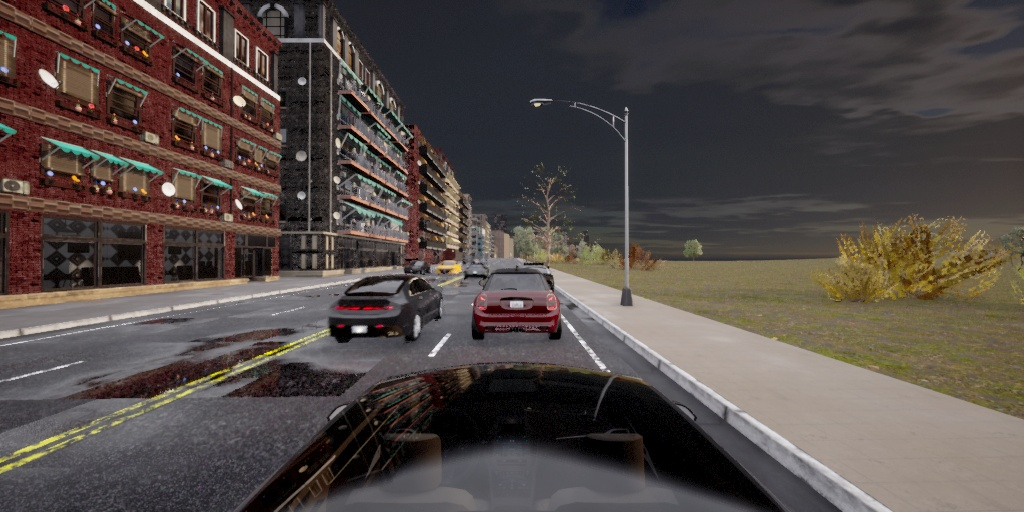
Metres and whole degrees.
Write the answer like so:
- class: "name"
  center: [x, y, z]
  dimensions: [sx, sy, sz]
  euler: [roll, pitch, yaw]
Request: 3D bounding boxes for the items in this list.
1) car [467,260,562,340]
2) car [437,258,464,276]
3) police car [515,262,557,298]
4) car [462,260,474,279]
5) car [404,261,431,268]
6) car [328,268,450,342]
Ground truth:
- class: "car"
  center: [0.113, 1.103, 10.154]
  dimensions: [2.097, 1.767, 4.553]
  euler: [0, 0, 0]
- class: "car"
  center: [-6.526, 1.229, 37.349]
  dimensions: [1.882, 1.535, 5.008]
  euler: [0, 0, 0]
- class: "police car"
  center: [1.174, 1.177, 19.649]
  dimensions: [1.930, 1.638, 5.238]
  euler: [0, 0, 0]
- class: "car"
  center: [-3.086, 1.316, 32.060]
  dimensions: [1.994, 1.385, 4.181]
  euler: [0, 0, 0]
- class: "car"
  center: [-9.776, 1.229, 37.343]
  dimensions: [1.882, 1.535, 5.008]
  euler: [0, 0, 0]
- class: "car"
  center: [-3.135, 1.257, 9.807]
  dimensions: [1.837, 1.490, 4.892]
  euler: [0, 0, 0]
